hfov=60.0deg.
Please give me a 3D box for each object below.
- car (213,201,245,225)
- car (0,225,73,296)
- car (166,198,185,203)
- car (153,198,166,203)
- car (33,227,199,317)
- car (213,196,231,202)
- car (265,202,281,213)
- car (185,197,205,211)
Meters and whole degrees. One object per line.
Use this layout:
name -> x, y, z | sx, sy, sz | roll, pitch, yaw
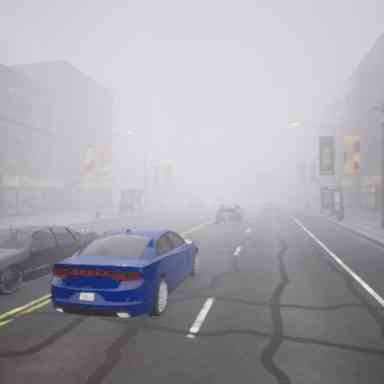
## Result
car -> 3.032, 1.683, 25.970 | 2.128, 1.511, 4.902 | -1, 0, 13
car -> -4.582, 1.662, 9.358 | 2.033, 1.411, 5.357 | -1, 0, 13
car -> -3.857, 2.352, 87.745 | 4.718, 1.301, 1.895 | -1, -1, 43
car -> -8.540, 2.342, 91.049 | 4.674, 1.452, 2.002 | -1, -1, 33
car -> -1.145, 1.552, 7.798 | 1.882, 1.535, 5.008 | -1, 0, 13
car -> 4.174, 1.345, 49.126 | 2.097, 1.767, 4.553 | 0, 0, 4
car -> 10.056, 1.866, 41.537 | 1.895, 1.301, 4.718 | -1, 0, 11
car -> 0.680, 1.715, 49.279 | 2.150, 2.045, 5.566 | 0, 0, 4
